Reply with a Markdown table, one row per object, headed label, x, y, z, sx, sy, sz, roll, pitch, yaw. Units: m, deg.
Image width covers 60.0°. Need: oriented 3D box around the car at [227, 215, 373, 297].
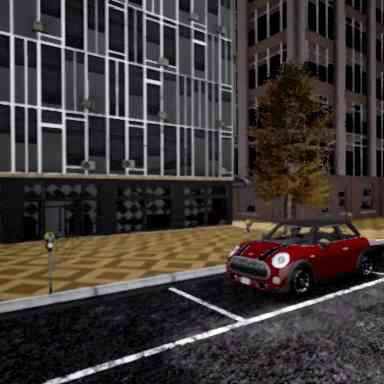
| label | x | y | z | sx | sy | sz | roll | pitch | yaw |
| --- | --- | --- | --- | --- | --- | --- | --- | --- | --- |
| car | 2.818 | 1.456 | 8.559 | 4.097 | 1.590 | 1.967 | 0 | -1 | -35 |
